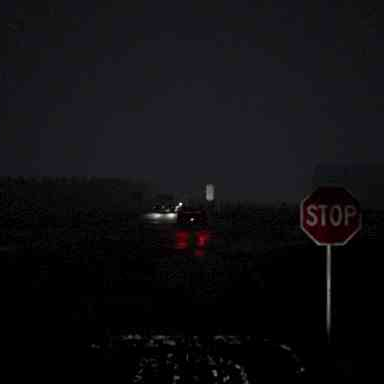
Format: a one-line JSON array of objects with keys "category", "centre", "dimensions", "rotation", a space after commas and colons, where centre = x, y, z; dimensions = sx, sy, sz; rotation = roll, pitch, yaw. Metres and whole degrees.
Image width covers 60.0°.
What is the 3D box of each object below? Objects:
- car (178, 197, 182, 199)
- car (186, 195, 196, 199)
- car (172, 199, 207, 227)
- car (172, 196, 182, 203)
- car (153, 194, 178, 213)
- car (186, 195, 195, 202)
[{"category": "car", "centre": [-3.046, 1.543, 52.193], "dimensions": [1.994, 1.385, 4.181], "rotation": [0, 0, 0]}, {"category": "car", "centre": [-0.270, 1.545, 65.558], "dimensions": [2.033, 1.411, 5.357], "rotation": [0, 0, 0]}, {"category": "car", "centre": [0.009, 1.467, 22.715], "dimensions": [2.128, 1.511, 4.902], "rotation": [0, 0, 0]}, {"category": "car", "centre": [-3.034, 1.605, 68.661], "dimensions": [1.895, 1.301, 4.718], "rotation": [0, 0, 0]}, {"category": "car", "centre": [-2.997, 1.192, 37.215], "dimensions": [2.150, 2.045, 5.566], "rotation": [0, 0, 0]}, {"category": "car", "centre": [-0.312, 1.388, 75.977], "dimensions": [2.128, 1.511, 4.902], "rotation": [0, 0, 0]}]
